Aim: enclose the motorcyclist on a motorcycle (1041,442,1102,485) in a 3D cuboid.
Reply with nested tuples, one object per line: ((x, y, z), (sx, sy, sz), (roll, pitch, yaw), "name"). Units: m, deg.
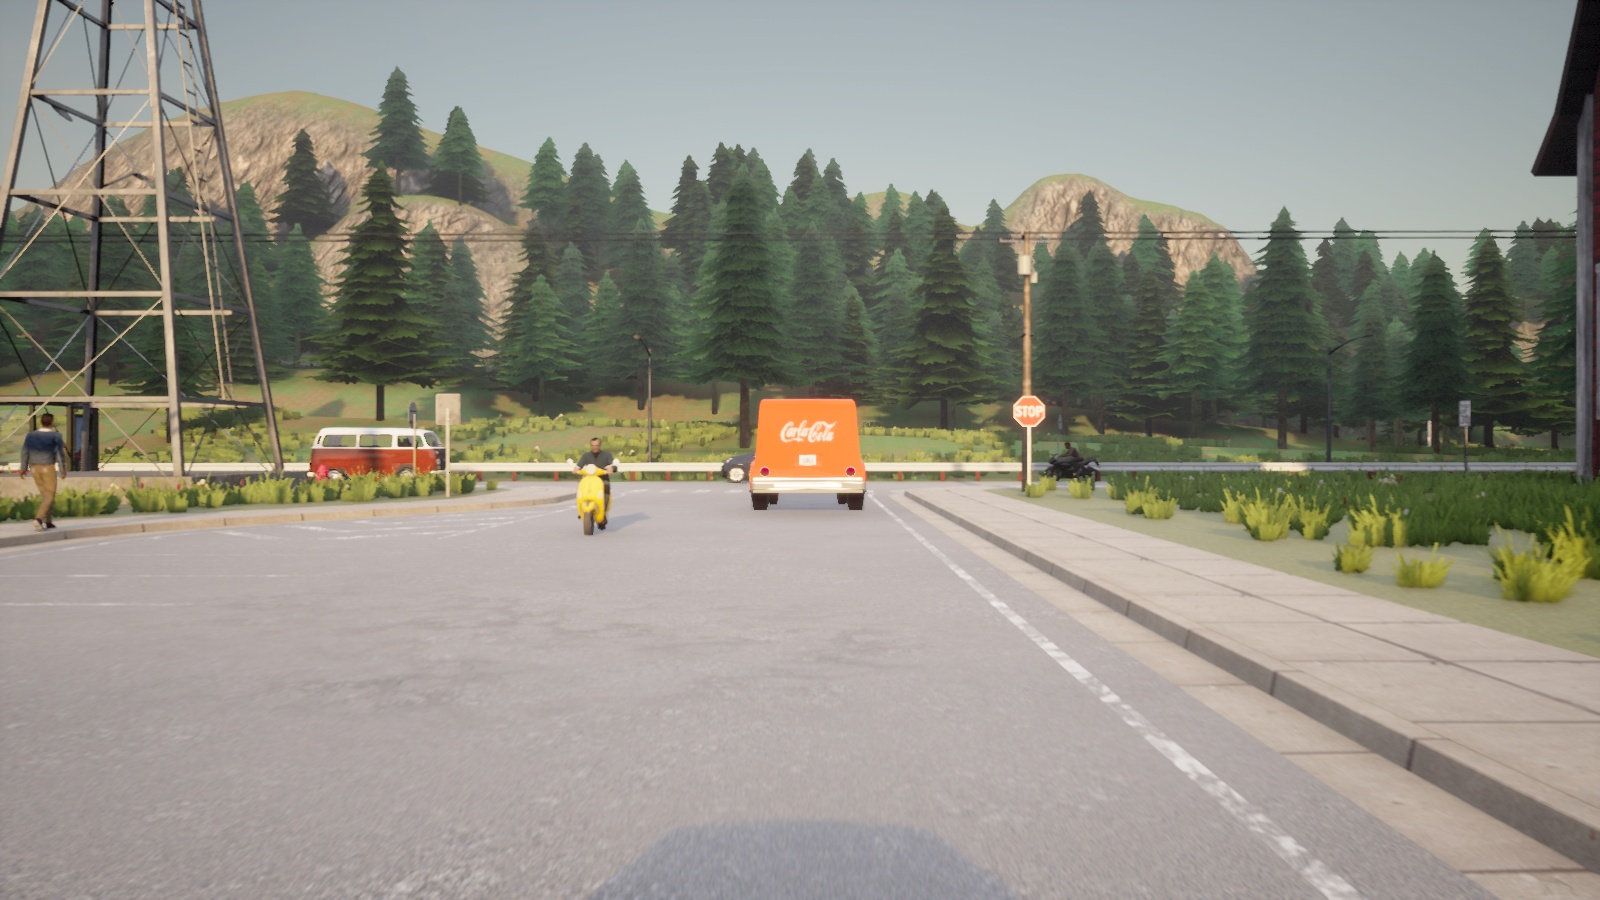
((9.864, 0.480, 45.618), (2.044, 1.523, 0.797), (0, 0, 1), "motorcyclist on a motorcycle")

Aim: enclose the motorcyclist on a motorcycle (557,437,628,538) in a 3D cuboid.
((-3.368, 0.581, 20.546), (0.866, 1.590, 1.817), (0, 0, 0), "motorcyclist on a motorcycle")

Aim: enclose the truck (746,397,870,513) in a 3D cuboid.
((0.183, 0.094, 29.231), (2.627, 2.467, 5.204), (0, 0, 0), "truck")

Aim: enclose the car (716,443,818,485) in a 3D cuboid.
((-1.172, 0.501, 45.876), (3.633, 1.501, 1.845), (0, 0, 1), "car")

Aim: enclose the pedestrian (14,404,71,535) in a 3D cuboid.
((-11.512, 0.285, 19.108), (0.423, 1.949, 0.788), (0, 0, -4), "pedestrian")

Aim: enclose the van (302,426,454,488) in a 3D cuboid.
((-14.278, 0.218, 42.680), (4.480, 2.038, 2.069), (0, 0, 1), "van")
